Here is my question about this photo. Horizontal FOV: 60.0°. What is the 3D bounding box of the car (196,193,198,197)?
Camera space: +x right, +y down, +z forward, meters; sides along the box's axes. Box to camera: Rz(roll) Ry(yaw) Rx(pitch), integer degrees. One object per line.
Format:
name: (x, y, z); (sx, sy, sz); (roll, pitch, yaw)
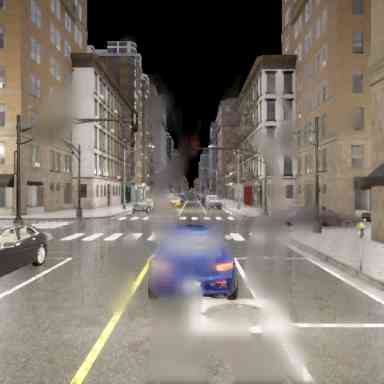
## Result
car: (2.888, 1.533, 95.133); (1.887, 1.381, 4.507); (0, 0, 0)

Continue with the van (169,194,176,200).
van: (-5.219, 1.330, 89.745); (1.690, 1.788, 3.998); (0, 0, 0)

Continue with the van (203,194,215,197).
van: (2.756, 1.335, 46.477); (1.690, 1.788, 3.998); (0, 0, 0)

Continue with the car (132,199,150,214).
car: (-5.301, 1.546, 35.683); (2.008, 1.369, 4.403); (0, 0, 0)

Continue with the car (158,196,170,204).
car: (-5.261, 1.517, 62.544); (1.752, 1.417, 4.829); (0, 0, 0)

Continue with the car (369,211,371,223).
car: (15.127, 1.636, 23.996); (5.357, 1.411, 2.033); (0, 0, 0)

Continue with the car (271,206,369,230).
car: (7.795, 1.593, 21.051); (5.357, 1.411, 2.033); (0, 0, 1)

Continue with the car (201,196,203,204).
car: (2.770, 1.575, 51.883); (1.802, 1.307, 4.206); (0, 0, 0)

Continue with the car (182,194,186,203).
car: (-2.621, 1.556, 66.049); (1.994, 1.385, 4.181); (0, 0, 1)

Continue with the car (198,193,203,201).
car: (2.800, 1.307, 62.696); (2.192, 1.841, 5.009); (0, 0, 0)

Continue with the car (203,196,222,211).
car: (2.741, 1.545, 41.071); (2.008, 1.369, 4.403); (0, 0, 0)

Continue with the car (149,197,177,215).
car: (-2.812, 1.522, 33.543); (1.812, 1.442, 4.674); (0, 0, 1)

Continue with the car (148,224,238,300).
car: (0.039, 1.525, 8.247); (1.812, 1.442, 4.674); (0, 0, 1)

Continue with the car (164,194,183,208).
car: (-2.712, 1.471, 49.542); (1.882, 1.535, 5.008); (0, 0, 0)

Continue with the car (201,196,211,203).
car: (2.814, 1.557, 68.102); (1.947, 1.339, 4.313); (0, 0, 0)

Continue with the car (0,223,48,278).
car: (-5.365, 1.550, 8.808); (2.008, 1.369, 4.403); (0, 0, 0)
